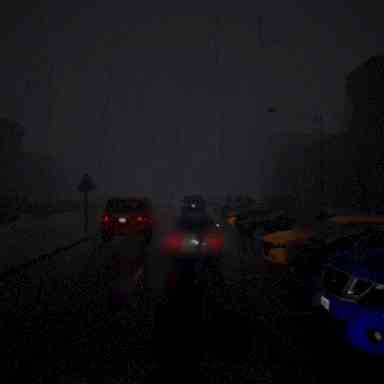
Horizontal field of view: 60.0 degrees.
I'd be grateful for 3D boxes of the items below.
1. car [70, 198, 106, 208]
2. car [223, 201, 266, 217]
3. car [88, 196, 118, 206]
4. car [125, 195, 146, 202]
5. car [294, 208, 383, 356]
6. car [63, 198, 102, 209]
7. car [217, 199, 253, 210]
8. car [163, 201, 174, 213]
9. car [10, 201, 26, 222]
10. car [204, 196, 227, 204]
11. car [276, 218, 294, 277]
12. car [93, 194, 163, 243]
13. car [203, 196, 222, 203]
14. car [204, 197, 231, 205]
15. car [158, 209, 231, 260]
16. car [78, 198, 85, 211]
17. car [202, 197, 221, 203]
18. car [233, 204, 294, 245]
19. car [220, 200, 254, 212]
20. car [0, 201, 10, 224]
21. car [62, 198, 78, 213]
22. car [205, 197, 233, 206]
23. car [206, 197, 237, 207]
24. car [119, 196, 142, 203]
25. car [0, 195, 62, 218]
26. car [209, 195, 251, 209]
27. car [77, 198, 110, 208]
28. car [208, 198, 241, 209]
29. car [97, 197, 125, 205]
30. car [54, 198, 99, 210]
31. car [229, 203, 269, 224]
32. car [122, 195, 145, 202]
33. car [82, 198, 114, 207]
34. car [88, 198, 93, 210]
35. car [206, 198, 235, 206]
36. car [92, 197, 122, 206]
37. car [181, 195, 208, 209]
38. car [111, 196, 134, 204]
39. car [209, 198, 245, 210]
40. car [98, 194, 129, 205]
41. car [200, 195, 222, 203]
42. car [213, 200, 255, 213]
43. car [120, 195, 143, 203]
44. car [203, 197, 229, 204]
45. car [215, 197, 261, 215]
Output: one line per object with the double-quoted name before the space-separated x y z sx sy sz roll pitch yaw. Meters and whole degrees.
"car" -15.531 1.670 49.967 4.792 1.488 2.163 0 0 0
"car" 4.915 1.531 21.461 5.366 1.575 1.946 0 0 0
"car" -15.521 1.567 58.240 4.553 1.767 2.185 0 0 0
"car" -15.492 1.797 91.317 5.566 2.045 2.435 0 -1 0
"car" 4.680 1.242 4.795 5.566 2.045 2.435 0 0 0
"car" -15.534 1.655 47.212 4.792 1.488 2.163 0 0 0
"car" 4.717 1.578 27.019 4.792 1.488 2.163 0 0 0
"car" -2.849 1.617 33.866 1.812 1.442 4.674 0 0 0
"car" -15.555 1.591 25.150 4.674 1.452 2.002 0 0 0
"car" 4.840 1.649 68.823 4.553 1.767 2.185 0 0 0
"car" 4.702 1.502 7.573 4.892 1.521 2.231 0 0 0
"car" -2.897 1.265 16.571 2.150 2.045 5.566 0 0 0
"car" 4.868 1.742 79.945 4.553 1.767 2.185 0 -1 0
"car" 4.856 1.732 63.273 5.008 1.535 2.097 0 0 0
"car" 0.085 1.582 12.571 2.033 1.411 5.357 0 0 0
"car" -15.595 1.618 38.935 4.792 1.488 2.163 0 0 0
"car" 4.906 1.937 82.721 4.674 1.452 2.002 0 -1 0
"car" 4.719 1.521 16.029 5.008 1.535 2.097 0 0 0
"car" 4.708 1.570 24.242 4.792 1.488 2.163 0 0 0
"car" -15.544 1.547 22.393 5.008 1.535 2.097 0 0 0
"car" -15.748 1.575 36.177 5.366 1.575 1.946 0 0 0
"car" 4.837 1.714 60.493 4.892 1.521 2.231 0 0 0
"car" 4.821 1.675 54.810 5.008 1.535 2.097 0 0 0
"car" -15.343 1.908 83.052 5.366 1.575 1.946 0 -1 0
"car" -15.529 1.310 30.665 5.566 2.045 2.435 0 0 0
"car" 4.790 1.315 32.580 5.566 2.045 2.435 0 0 0
"car" -15.556 1.697 52.689 4.674 1.452 2.002 0 0 0
"car" 4.808 1.683 49.377 4.674 1.452 2.002 0 0 0
"car" -15.518 1.763 63.752 4.792 1.488 2.163 0 0 0
"car" -15.381 1.609 44.454 5.366 1.575 1.946 0 0 0
"car" 4.750 1.557 18.684 4.792 1.488 2.163 0 0 0
"car" -15.494 1.743 88.565 5.566 2.045 2.435 0 -1 0
"car" -15.585 1.703 55.483 4.792 1.488 2.163 0 0 0
"car" -15.754 1.596 41.691 5.366 1.575 1.946 0 0 0
"car" 4.864 1.723 57.715 4.792 1.488 2.163 0 0 0
"car" -15.545 1.712 60.997 5.008 1.535 2.097 0 0 0
"car" 0.142 1.306 31.856 2.150 2.045 5.566 0 0 0
"car" -15.567 1.702 74.784 4.553 1.767 2.185 0 -1 0
"car" 4.832 1.658 46.598 4.792 1.488 2.163 0 0 0
"car" -15.573 1.505 66.513 5.566 2.045 2.435 0 0 0
"car" 4.887 1.683 85.499 5.566 2.045 2.435 0 -1 0
"car" 4.776 1.628 38.262 4.674 1.452 2.002 0 0 0
"car" -15.497 1.700 85.808 5.566 2.045 2.435 0 -1 0
"car" 5.060 1.792 71.483 5.366 1.575 1.946 0 0 0
"car" 4.802 1.451 35.393 4.553 1.767 2.185 0 0 0
